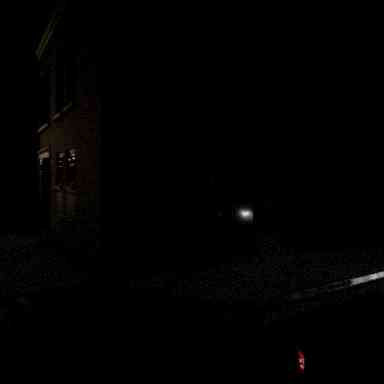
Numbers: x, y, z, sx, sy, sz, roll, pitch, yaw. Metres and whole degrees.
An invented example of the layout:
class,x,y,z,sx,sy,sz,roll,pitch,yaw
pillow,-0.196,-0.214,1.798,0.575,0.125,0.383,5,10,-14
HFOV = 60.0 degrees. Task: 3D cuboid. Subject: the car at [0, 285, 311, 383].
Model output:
class,x,y,z,sx,sy,sz,roll,pitch,yaw
car,-1.027,1.484,2.250,4.181,1.385,1.994,0,2,-36
